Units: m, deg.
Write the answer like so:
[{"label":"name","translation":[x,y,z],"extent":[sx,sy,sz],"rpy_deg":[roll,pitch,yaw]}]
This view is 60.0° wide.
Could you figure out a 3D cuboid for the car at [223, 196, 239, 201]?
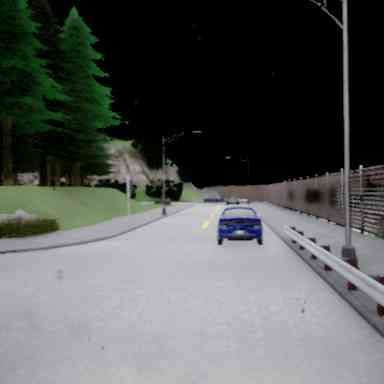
[{"label":"car","translation":[6.472,1.397,53.318],"extent":[1.994,1.385,4.181],"rpy_deg":[-1,0,3]}]

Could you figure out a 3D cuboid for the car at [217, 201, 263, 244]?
[{"label":"car","translation":[2.171,1.425,15.478],"extent":[1.882,1.535,5.008],"rpy_deg":[-1,0,7]}]

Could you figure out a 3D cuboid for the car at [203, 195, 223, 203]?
[{"label":"car","translation":[4.078,1.382,62.938],"extent":[1.812,1.442,4.674],"rpy_deg":[-1,0,-43]}]
